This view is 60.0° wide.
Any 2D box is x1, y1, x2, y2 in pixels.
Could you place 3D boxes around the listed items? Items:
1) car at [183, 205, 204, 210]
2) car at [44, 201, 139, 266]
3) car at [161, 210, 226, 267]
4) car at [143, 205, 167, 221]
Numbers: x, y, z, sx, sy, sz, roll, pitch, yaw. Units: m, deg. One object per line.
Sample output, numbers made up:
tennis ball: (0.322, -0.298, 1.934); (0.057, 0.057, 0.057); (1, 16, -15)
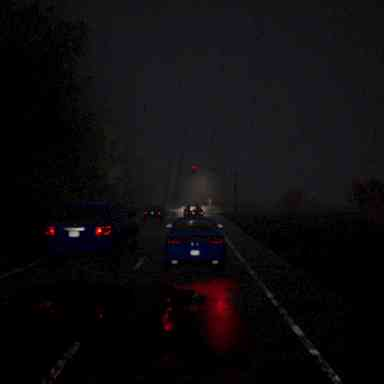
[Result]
car: (0.121, 1.869, 30.843); (2.033, 1.411, 5.357); (0, -1, 0)
car: (-3.402, 1.350, 12.304); (2.150, 2.045, 5.566); (0, -1, 0)
car: (0.096, 1.605, 11.917); (1.882, 1.535, 5.008); (0, -1, 0)
car: (-3.380, 1.869, 30.804); (2.033, 1.411, 5.357); (0, -1, 0)
